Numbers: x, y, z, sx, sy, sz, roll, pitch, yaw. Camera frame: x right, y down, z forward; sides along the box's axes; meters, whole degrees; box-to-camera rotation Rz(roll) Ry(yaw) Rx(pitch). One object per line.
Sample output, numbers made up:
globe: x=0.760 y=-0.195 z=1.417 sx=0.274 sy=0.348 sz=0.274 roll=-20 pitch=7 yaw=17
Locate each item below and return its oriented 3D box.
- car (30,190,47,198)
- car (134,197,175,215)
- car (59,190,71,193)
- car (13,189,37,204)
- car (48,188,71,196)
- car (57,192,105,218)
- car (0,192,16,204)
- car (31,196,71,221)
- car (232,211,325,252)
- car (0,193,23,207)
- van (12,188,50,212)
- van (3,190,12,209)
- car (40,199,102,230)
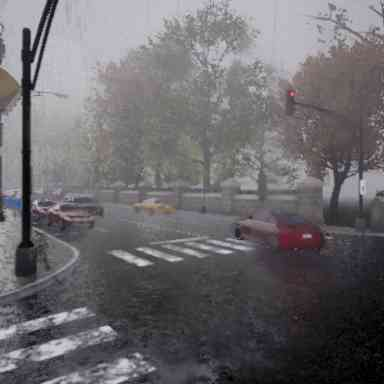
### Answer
car: x=-29.213 y=0.360 z=63.310 sx=2.008 sy=1.369 sz=4.403 roll=1 pitch=0 yaw=-36
car: x=-3.244 y=1.105 z=27.634 sx=1.752 sy=1.417 sz=4.829 roll=1 pitch=0 yaw=-36
car: x=-16.179 y=0.759 z=45.404 sx=1.947 sy=1.339 sz=4.313 roll=1 pitch=0 yaw=-36
car: x=-21.935 y=0.502 z=43.564 sx=2.097 sy=1.767 sz=4.553 roll=0 pitch=1 yaw=-36
car: x=-19.431 y=0.412 z=49.880 sx=2.192 sy=1.841 sz=5.009 roll=1 pitch=0 yaw=-36
car: x=-8.031 y=1.044 z=24.351 sx=1.882 sy=1.535 sz=5.008 roll=0 pitch=1 yaw=-36
car: x=-22.958 y=0.729 z=40.479 sx=2.008 sy=1.369 sz=4.403 roll=1 pitch=0 yaw=-36
car: x=-9.923 y=1.150 z=22.569 sx=1.802 sy=1.307 sz=4.206 roll=1 pitch=0 yaw=-36
car: x=3.261 y=1.426 z=13.276 sx=1.994 sy=1.385 sz=4.181 roll=1 pitch=1 yaw=-20
car: x=-19.700 y=0.857 z=36.002 sx=1.802 sy=1.307 sz=4.206 roll=1 pitch=0 yaw=-36
van: x=-13.176 y=0.811 z=27.046 sx=1.690 sy=1.788 sz=3.998 roll=1 pitch=0 yaw=-36
van: x=-16.435 y=0.714 z=31.524 sx=1.690 sy=1.788 sz=3.998 roll=1 pitch=0 yaw=-36
car: x=-6.665 y=1.248 z=18.093 sx=1.802 sy=1.307 sz=4.206 roll=1 pitch=0 yaw=-36
